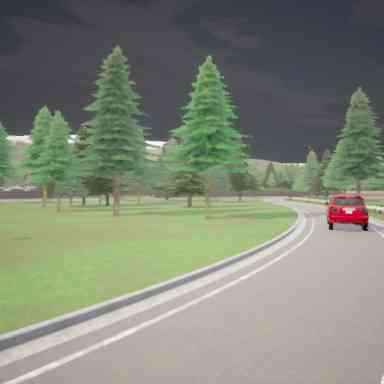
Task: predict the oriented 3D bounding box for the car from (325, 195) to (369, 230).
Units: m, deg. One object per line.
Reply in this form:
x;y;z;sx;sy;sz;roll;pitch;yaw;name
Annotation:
9.829;1.225;21.275;2.150;2.045;5.566;0;0;21;car
